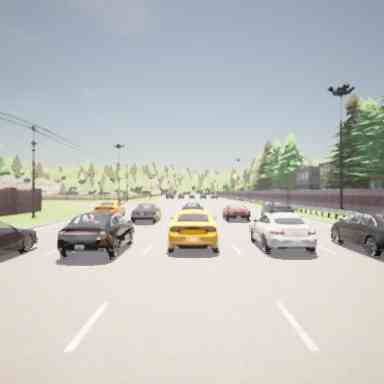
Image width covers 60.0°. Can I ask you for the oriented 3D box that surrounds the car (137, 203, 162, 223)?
[{"bbox_3d":[-3.470,1.562,25.615,2.033,1.411,5.357,0,0,0],"label":"car"}]

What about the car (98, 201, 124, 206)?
[{"bbox_3d":[-7.052,1.492,28.987,1.882,1.535,5.008,0,0,-1],"label":"car"}]

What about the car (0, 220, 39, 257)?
[{"bbox_3d":[-6.973,1.554,10.657,2.033,1.411,5.357,0,0,1],"label":"car"}]

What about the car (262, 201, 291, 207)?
[{"bbox_3d":[7.051,1.508,27.781,2.128,1.511,4.902,0,0,1],"label":"car"}]

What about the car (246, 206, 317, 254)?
[{"bbox_3d":[3.554,1.533,13.481,1.812,1.442,4.674,0,0,1],"label":"car"}]

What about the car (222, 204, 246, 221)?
[{"bbox_3d":[3.545,1.617,27.181,1.895,1.301,4.718,0,0,1],"label":"car"}]

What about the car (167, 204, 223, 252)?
[{"bbox_3d":[0.057,1.486,13.954,1.882,1.535,5.008,0,0,0],"label":"car"}]

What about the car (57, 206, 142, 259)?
[{"bbox_3d":[-3.454,1.499,12.692,2.128,1.511,4.902,0,0,1],"label":"car"}]

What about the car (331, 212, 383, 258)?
[{"bbox_3d":[7.047,1.499,12.790,2.128,1.511,4.902,0,0,0],"label":"car"}]
